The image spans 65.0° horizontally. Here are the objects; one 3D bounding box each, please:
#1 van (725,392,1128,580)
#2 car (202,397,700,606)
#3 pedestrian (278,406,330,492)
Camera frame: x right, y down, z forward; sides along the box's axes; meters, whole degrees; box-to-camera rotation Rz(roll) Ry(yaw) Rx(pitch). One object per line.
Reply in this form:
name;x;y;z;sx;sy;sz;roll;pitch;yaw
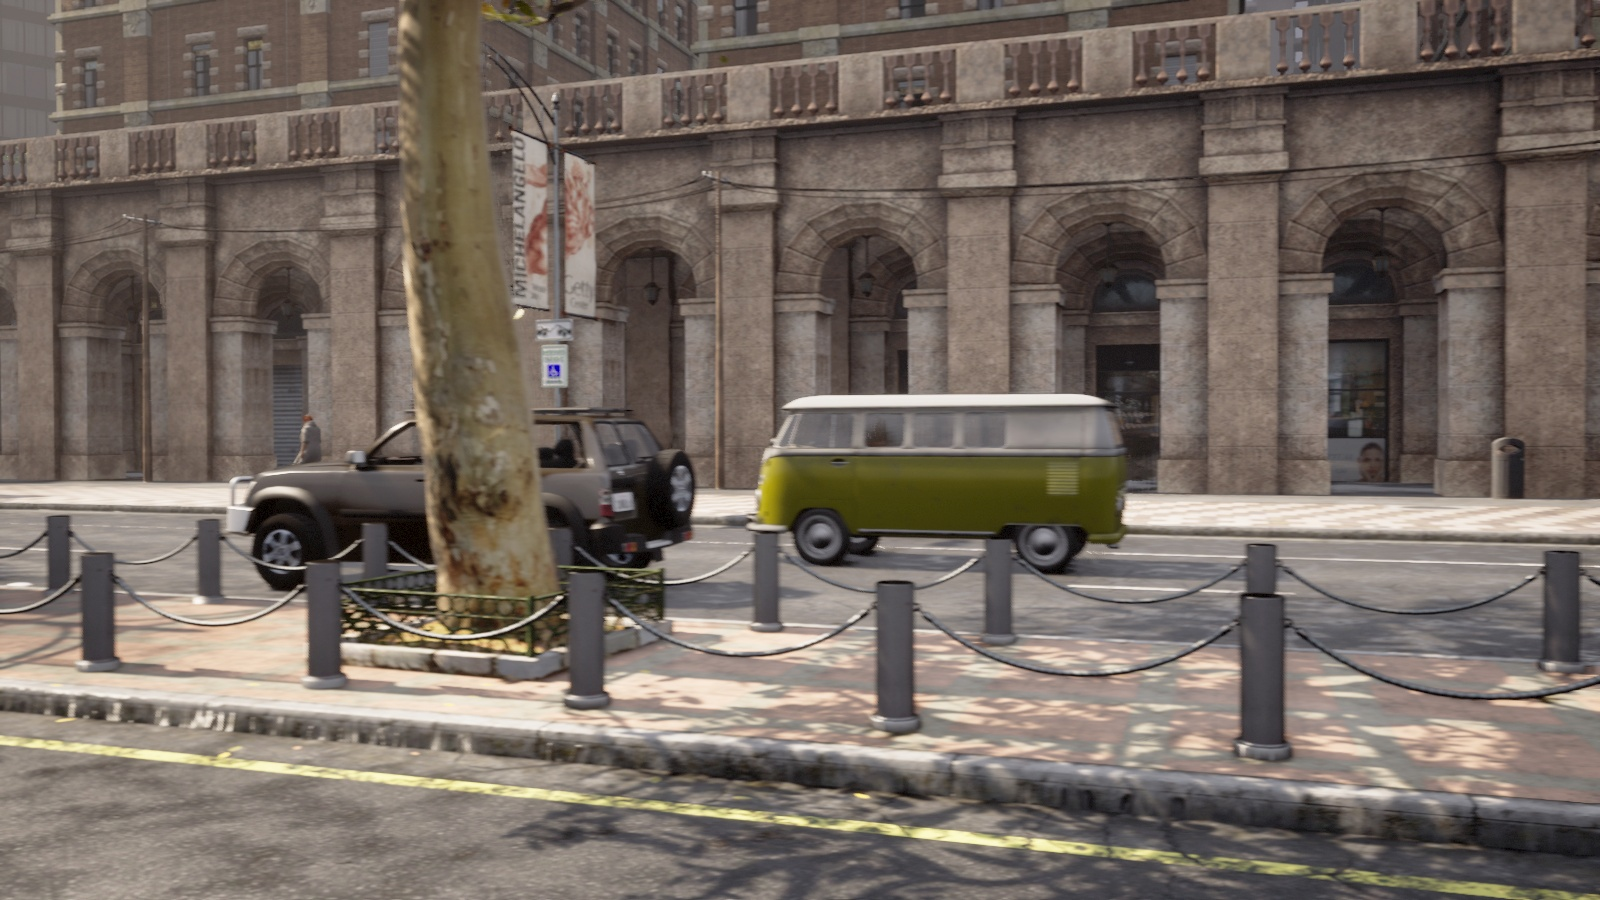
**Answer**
van;1.509;0.348;14.814;4.442;1.987;1.775;1;1;19
car;-3.524;0.425;12.817;4.605;1.855;1.932;1;1;18
pedestrian;-11.469;-0.025;29.046;0.873;1.952;0.659;1;1;19
